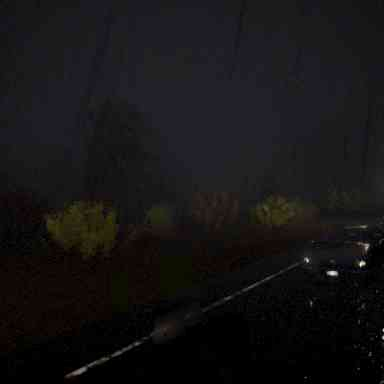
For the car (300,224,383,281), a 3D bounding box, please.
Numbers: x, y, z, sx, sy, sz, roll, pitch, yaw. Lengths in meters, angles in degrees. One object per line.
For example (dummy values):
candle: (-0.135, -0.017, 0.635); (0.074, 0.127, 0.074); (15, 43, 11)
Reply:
car: (5.262, 1.775, 10.895); (2.033, 1.411, 5.357); (-4, -3, 37)
